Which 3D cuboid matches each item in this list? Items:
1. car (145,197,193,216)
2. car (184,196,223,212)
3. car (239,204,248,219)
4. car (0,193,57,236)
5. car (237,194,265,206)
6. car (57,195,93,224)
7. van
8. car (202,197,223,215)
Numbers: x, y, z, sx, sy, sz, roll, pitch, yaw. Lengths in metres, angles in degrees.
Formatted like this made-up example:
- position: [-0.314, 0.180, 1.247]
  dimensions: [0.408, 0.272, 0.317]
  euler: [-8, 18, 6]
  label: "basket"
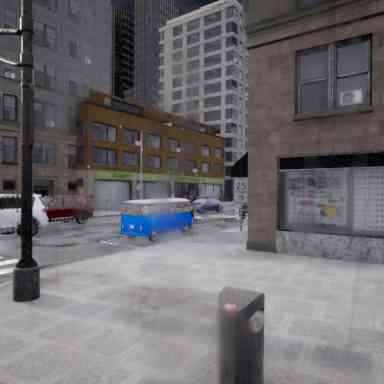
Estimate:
- position: [-1.952, 1.215, 29.549]
  dimensions: [1.887, 1.381, 4.507]
  euler: [1, 1, 35]
  label: "car"
- position: [1.285, 1.167, 34.131]
  dimensions: [1.947, 1.339, 4.313]
  euler: [1, 2, 35]
  label: "car"
- position: [5.010, 1.280, 24.629]
  dimensions: [2.008, 1.369, 4.403]
  euler: [1, 1, 35]
  label: "car"
- position: [-9.226, 1.115, 14.648]
  dimensions: [2.150, 2.045, 5.566]
  euler: [0, 1, 35]
  label: "car"
- position: [7.759, 1.027, 43.292]
  dimensions: [1.947, 1.339, 4.313]
  euler: [1, 2, 35]
  label: "car"
- position: [-8.425, 1.123, 20.384]
  dimensions: [2.192, 1.841, 5.009]
  euler: [1, 1, 35]
  label: "car"
- position: [-1.463, 1.208, 15.465]
  dimensions: [1.690, 1.788, 3.998]
  euler: [1, 1, 35]
  label: "van"
- position: [1.032, 1.197, 29.173]
  dimensions: [1.812, 1.442, 4.674]
  euler: [0, 1, 35]
  label: "car"
